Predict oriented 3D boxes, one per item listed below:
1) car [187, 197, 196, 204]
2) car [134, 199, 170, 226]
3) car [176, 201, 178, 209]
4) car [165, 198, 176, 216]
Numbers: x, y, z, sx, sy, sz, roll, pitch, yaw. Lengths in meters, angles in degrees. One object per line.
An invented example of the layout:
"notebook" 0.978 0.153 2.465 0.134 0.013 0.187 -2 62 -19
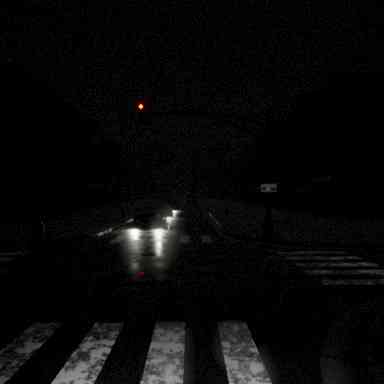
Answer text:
"car" -0.059 1.633 66.685 2.033 1.411 5.357 0 0 -1
"car" -2.918 1.489 23.900 1.882 1.535 5.008 0 0 0
"car" -2.950 1.529 43.452 1.837 1.490 4.892 0 0 0
"car" -2.940 1.495 33.370 1.882 1.535 5.008 0 0 0
